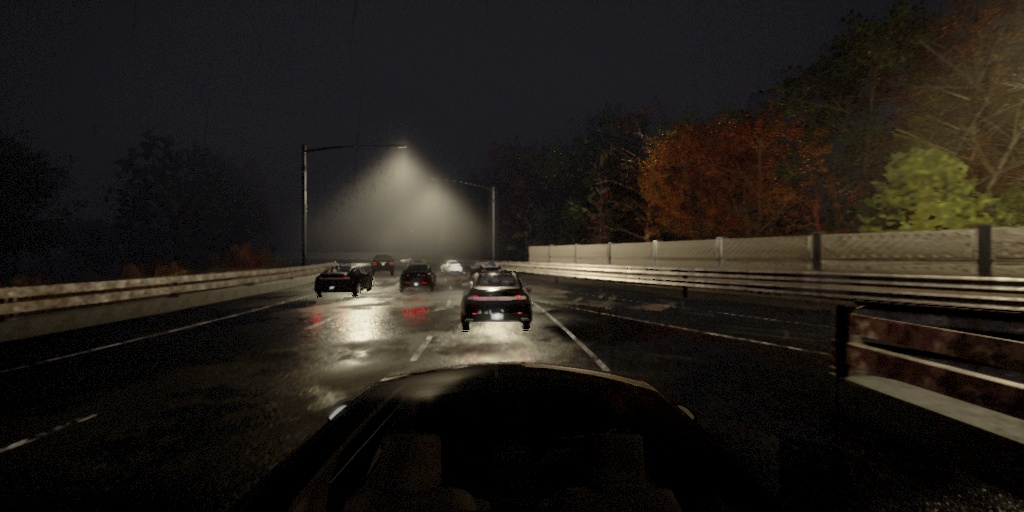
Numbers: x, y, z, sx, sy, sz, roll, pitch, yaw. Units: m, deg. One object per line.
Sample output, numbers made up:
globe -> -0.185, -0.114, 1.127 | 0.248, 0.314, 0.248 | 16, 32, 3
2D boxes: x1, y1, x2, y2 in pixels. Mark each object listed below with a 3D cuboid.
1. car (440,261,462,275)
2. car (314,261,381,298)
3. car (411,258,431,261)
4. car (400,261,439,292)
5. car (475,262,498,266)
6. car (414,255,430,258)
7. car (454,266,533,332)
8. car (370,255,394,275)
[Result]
car -> -6.651, 1.218, 39.078 | 1.812, 1.442, 4.674 | 0, 0, -20
car -> -8.536, 1.230, 18.587 | 2.128, 1.511, 4.902 | 0, 0, -9
car -> -10.252, 1.208, 38.676 | 1.837, 1.490, 4.892 | 0, 0, -20
car -> -5.457, 1.230, 21.241 | 1.837, 1.490, 4.892 | 0, 0, -10
car -> -2.015, 1.196, 27.217 | 2.128, 1.511, 4.902 | 0, 0, -17
car -> -14.220, 0.902, 55.784 | 2.150, 2.045, 5.566 | 0, 0, -30
car -> -0.520, 1.224, 10.901 | 2.128, 1.511, 4.902 | 0, 0, -4
car -> -13.782, 0.935, 38.192 | 2.150, 2.045, 5.566 | 0, 0, -21
